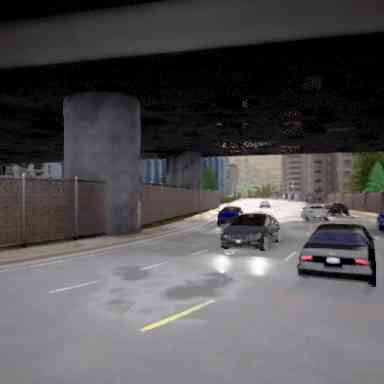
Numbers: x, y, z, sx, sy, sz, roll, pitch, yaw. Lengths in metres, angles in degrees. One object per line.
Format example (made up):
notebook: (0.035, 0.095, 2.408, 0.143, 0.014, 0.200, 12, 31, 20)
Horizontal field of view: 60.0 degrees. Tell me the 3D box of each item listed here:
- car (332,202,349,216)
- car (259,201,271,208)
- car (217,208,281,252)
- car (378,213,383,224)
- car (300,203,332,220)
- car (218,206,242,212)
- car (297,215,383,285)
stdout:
car: (16.192, 1.904, 37.384, 1.837, 1.490, 4.892, -1, -1, 11)
car: (13.441, 2.325, 61.037, 1.812, 1.442, 4.674, -1, -1, 11)
car: (2.830, 1.715, 15.230, 1.837, 1.490, 4.892, 0, -1, 25)
car: (12.177, 1.644, 19.322, 1.882, 1.535, 5.008, -1, -1, 18)
car: (11.399, 1.883, 31.098, 1.812, 1.442, 4.674, -1, -1, 11)
car: (3.201, 1.861, 26.720, 1.882, 1.535, 5.008, -1, -1, 13)
car: (4.466, 1.657, 9.933, 2.033, 1.411, 5.357, -1, -1, 28)
